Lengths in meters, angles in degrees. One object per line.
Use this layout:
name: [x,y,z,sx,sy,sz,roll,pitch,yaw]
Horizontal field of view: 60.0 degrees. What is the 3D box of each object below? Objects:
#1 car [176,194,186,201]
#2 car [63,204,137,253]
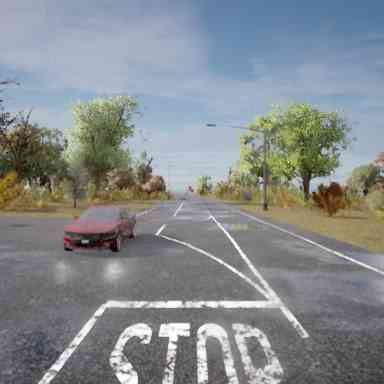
car: [-2.756,1.359,82.888,2.097,1.767,4.553,0,0,6]
car: [-3.445,1.274,13.266,1.882,1.535,5.008,1,2,0]
